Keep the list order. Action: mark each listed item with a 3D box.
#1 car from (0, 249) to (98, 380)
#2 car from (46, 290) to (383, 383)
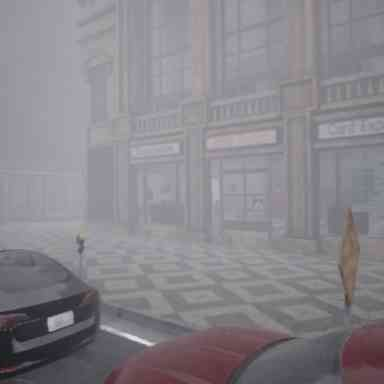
[{"bbox_3d":[-3.254,1.575,5.174,4.313,1.339,1.947,0,-1,35],"label":"car"},{"bbox_3d":[1.327,1.545,1.911,4.507,1.381,1.887,0,-1,35],"label":"car"}]
